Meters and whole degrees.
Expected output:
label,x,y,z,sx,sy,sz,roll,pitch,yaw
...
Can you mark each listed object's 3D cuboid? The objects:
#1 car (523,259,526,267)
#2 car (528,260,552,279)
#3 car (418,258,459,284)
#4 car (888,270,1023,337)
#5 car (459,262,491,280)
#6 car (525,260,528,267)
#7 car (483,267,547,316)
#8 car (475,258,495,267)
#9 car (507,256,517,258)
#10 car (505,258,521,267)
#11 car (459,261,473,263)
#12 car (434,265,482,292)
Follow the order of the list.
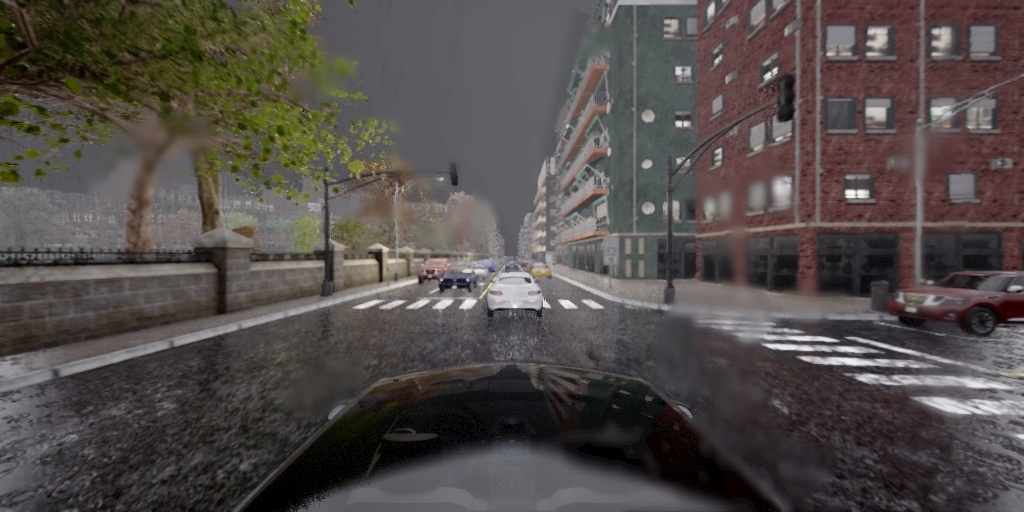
label,x,y,z,sx,sy,sz,roll,pitch,yaw
car,2.682,1.373,44.034,2.007,1.370,4.403,0,0,0
car,2.684,1.326,33.133,1.751,1.417,4.829,0,0,0
car,-5.695,1.105,27.426,2.192,1.841,5.009,0,0,0
car,14.596,1.349,10.845,5.009,1.841,2.192,0,0,0
car,-3.095,1.397,30.916,1.895,1.301,4.718,0,0,0
car,2.683,1.356,38.498,1.888,1.381,4.507,0,0,0
car,0.097,1.292,13.265,1.812,1.442,4.674,0,0,0
car,-3.085,1.301,44.086,1.882,1.535,5.008,0,0,0
car,-0.012,1.081,62.782,2.150,2.045,5.566,0,0,0
car,-0.009,1.366,52.745,1.812,1.442,4.674,0,0,0
car,-5.697,1.252,38.496,1.967,1.591,4.097,0,0,0
car,-3.099,1.381,21.546,1.895,1.301,4.718,0,0,0
